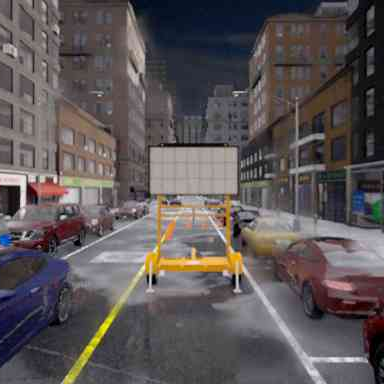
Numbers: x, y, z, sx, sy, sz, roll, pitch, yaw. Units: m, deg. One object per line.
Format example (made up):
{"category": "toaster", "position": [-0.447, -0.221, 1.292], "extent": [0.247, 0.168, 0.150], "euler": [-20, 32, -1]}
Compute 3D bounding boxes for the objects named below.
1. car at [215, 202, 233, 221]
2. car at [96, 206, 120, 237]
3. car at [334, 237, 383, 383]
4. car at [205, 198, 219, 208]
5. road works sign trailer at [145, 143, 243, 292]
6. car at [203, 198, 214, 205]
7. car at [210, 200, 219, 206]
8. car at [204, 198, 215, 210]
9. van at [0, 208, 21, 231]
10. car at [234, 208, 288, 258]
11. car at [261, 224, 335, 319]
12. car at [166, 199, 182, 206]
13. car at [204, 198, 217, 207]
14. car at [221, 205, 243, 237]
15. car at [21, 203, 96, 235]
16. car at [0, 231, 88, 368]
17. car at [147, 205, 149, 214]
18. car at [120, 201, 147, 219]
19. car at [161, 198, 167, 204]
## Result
{"category": "car", "position": [2.962, 1.655, 23.896], "extent": [1.947, 1.339, 4.313], "euler": [-1, 0, 0]}
{"category": "car", "position": [-5.598, 1.514, 18.345], "extent": [1.967, 1.590, 4.097], "euler": [-1, 0, 0]}
{"category": "car", "position": [2.864, 1.320, 1.554], "extent": [2.192, 1.841, 5.009], "euler": [-1, 0, 0]}
{"category": "car", "position": [3.081, 1.709, 51.995], "extent": [1.752, 1.417, 4.829], "euler": [-1, 0, 0]}
{"category": "road works sign trailer", "position": [0.048, 0.500, 8.984], "extent": [2.380, 3.560, 2.880], "euler": [0, 0, 0]}
{"category": "car", "position": [3.128, 1.799, 62.997], "extent": [1.802, 1.307, 4.206], "euler": [-1, 0, 0]}
{"category": "car", "position": [2.986, 1.660, 29.482], "extent": [2.008, 1.369, 4.403], "euler": [-1, 0, 0]}
{"category": "car", "position": [3.057, 1.717, 46.239], "extent": [2.008, 1.369, 4.403], "euler": [-1, 0, 0]}
{"category": "van", "position": [-5.644, 1.373, 7.174], "extent": [1.690, 1.788, 3.998], "euler": [-1, 0, 0]}
{"category": "car", "position": [2.915, 1.573, 12.895], "extent": [1.752, 1.417, 4.829], "euler": [-1, 0, 0]}
{"category": "car", "position": [2.891, 1.608, 7.138], "extent": [1.802, 1.307, 4.206], "euler": [-1, 0, 0]}
{"category": "car", "position": [-2.806, 1.804, 56.965], "extent": [1.895, 1.301, 4.718], "euler": [0, 0, 1]}
{"category": "car", "position": [3.104, 1.766, 57.411], "extent": [1.947, 1.339, 4.313], "euler": [-1, 0, 0]}
{"category": "car", "position": [2.938, 1.634, 18.310], "extent": [1.947, 1.339, 4.313], "euler": [-1, 0, 0]}
{"category": "car", "position": [-5.622, 1.368, 12.760], "extent": [2.192, 1.841, 5.009], "euler": [-1, 0, 0]}
{"category": "car", "position": [-3.078, 1.545, 4.414], "extent": [1.812, 1.442, 4.674], "euler": [0, 0, 0]}
{"category": "car", "position": [-5.529, 1.716, 35.102], "extent": [1.802, 1.307, 4.206], "euler": [-1, 0, 0]}
{"category": "car", "position": [-5.553, 1.555, 29.516], "extent": [1.967, 1.590, 4.097], "euler": [-1, 0, 0]}
{"category": "car", "position": [-5.417, 1.768, 63.030], "extent": [1.887, 1.381, 4.507], "euler": [-1, 0, 0]}
